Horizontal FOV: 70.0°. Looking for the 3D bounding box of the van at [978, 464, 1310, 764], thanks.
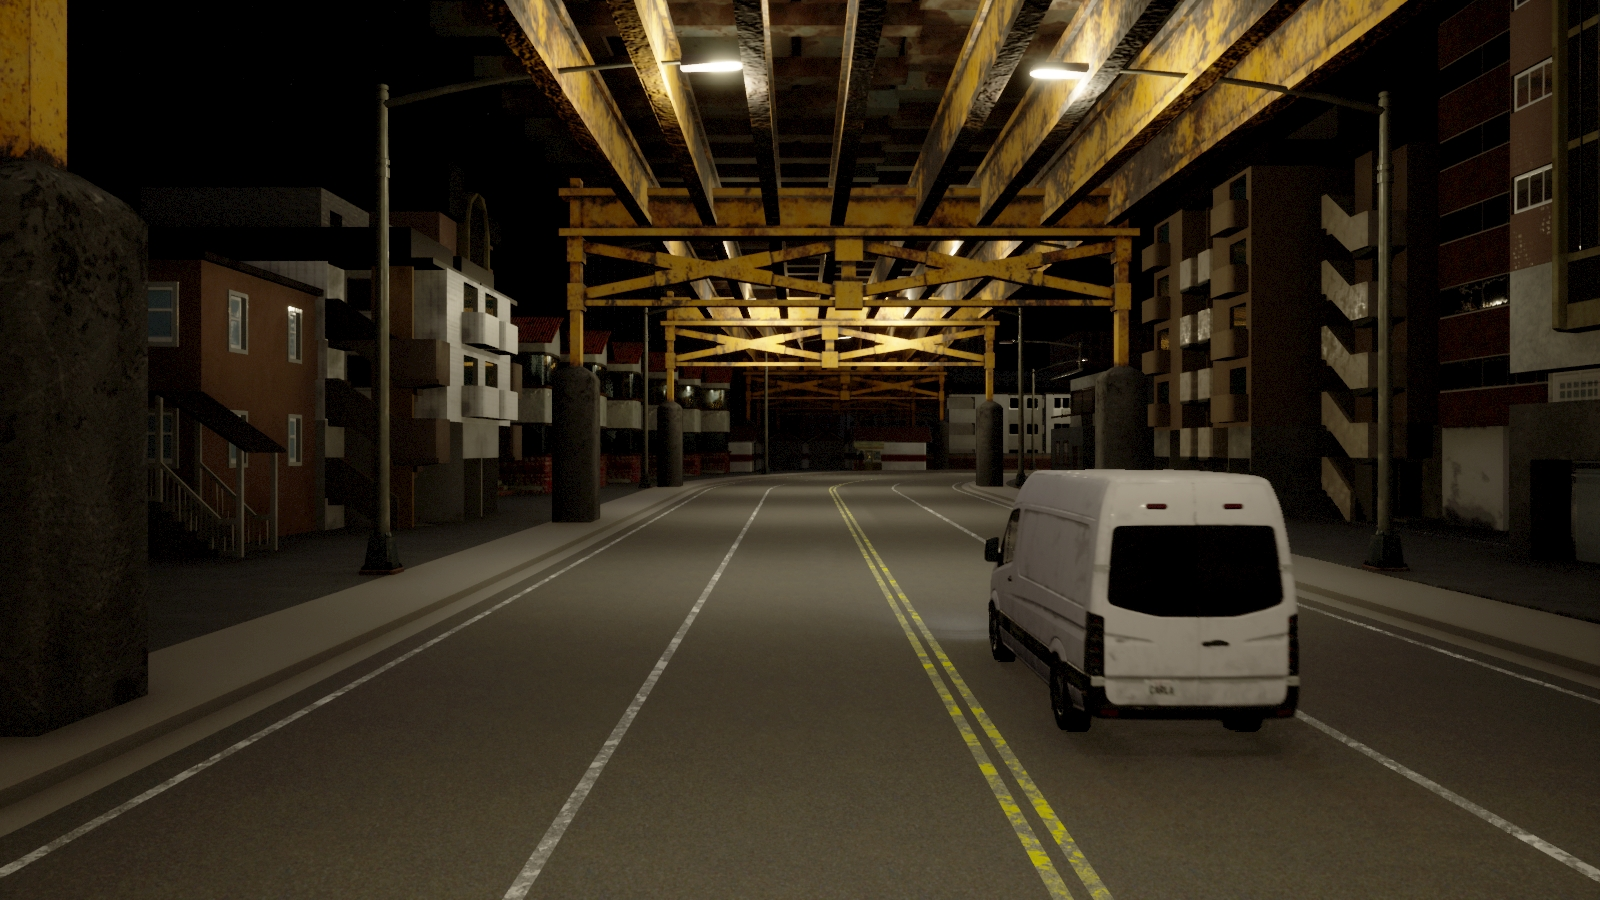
[{"bbox_3d":[3.522,1.498,13.115,1.988,2.561,5.915,0,0,0],"label":"van"}]
